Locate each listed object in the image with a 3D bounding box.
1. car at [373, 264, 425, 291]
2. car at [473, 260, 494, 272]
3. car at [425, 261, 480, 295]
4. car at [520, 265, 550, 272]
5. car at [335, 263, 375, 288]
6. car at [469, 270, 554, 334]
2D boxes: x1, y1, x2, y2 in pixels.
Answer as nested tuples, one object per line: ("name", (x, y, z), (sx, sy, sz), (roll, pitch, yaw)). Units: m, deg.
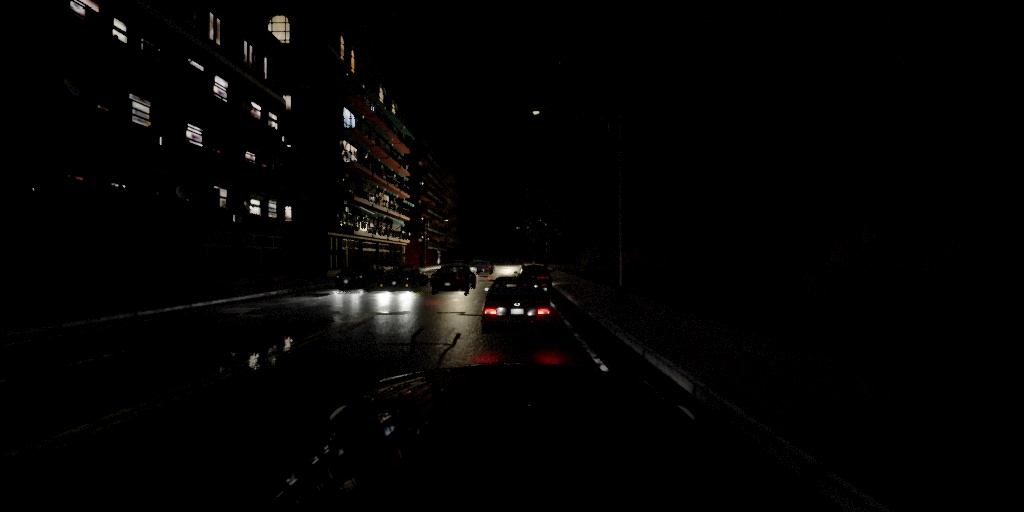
("car", (-6.557, 1.316, 21.939), (1.994, 1.385, 4.181), (0, 0, 0))
("car", (-3.067, 1.277, 40.725), (1.812, 1.442, 4.674), (0, 0, 0))
("car", (-3.113, 1.230, 19.816), (1.882, 1.535, 5.008), (0, 0, 0))
("car", (1.177, 1.257, 20.283), (1.837, 1.490, 4.892), (0, 0, 0))
("car", (-9.803, 1.243, 23.631), (2.128, 1.511, 4.902), (0, 0, 0))
("car", (0.120, 1.299, 10.595), (2.033, 1.411, 5.357), (0, 0, 0))
